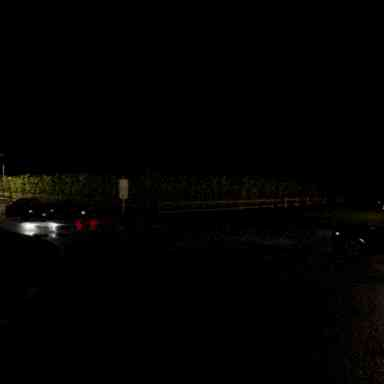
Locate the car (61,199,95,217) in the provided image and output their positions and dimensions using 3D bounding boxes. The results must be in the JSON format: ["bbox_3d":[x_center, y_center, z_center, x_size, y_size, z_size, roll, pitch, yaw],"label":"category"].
[{"bbox_3d":[-9.799,1.220,26.520,4.718,1.301,1.895,1,1,43],"label":"car"}]

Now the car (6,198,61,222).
[{"bbox_3d":[-11.195,1.145,22.875,4.674,1.442,1.812,1,1,42],"label":"car"}]

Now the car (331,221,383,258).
[{"bbox_3d":[7.196,1.526,10.941,4.902,1.511,2.128,1,1,43],"label":"car"}]
